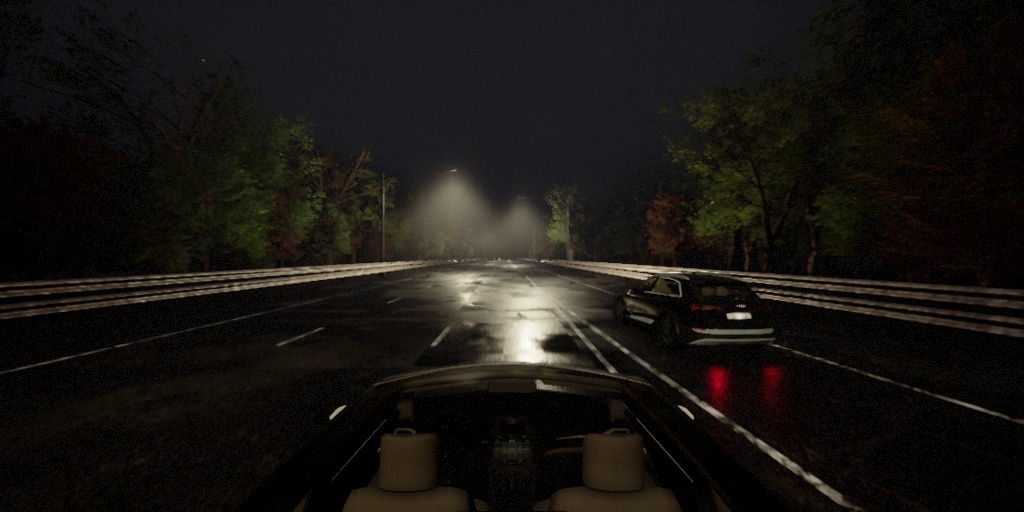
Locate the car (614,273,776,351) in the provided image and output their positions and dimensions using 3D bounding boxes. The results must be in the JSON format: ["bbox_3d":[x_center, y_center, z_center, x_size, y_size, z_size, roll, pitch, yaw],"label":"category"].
[{"bbox_3d":[4.179,1.212,9.044,2.033,1.649,4.856,0,0,-3],"label":"car"}]
